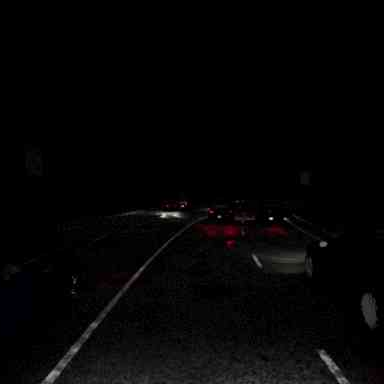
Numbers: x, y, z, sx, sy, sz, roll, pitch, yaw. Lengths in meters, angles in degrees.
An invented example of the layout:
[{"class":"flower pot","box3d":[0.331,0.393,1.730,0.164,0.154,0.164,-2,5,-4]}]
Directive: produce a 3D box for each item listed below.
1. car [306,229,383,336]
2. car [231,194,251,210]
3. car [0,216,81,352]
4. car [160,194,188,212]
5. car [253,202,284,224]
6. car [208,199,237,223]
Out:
[{"class":"car","box3d":[3.829,1.485,6.697,1.882,1.535,5.008,0,0,2]},{"class":"car","box3d":[6.196,1.244,42.500,2.150,2.045,5.566,0,0,16]},{"class":"car","box3d":[-3.414,1.348,5.012,2.097,1.767,4.553,0,0,2]},{"class":"car","box3d":[-2.024,1.218,39.788,2.150,2.045,5.566,0,0,15]},{"class":"car","box3d":[5.711,1.523,24.767,1.837,1.490,4.892,0,0,9]},{"class":"car","box3d":[2.273,1.536,25.409,1.812,1.442,4.674,0,0,9]}]
